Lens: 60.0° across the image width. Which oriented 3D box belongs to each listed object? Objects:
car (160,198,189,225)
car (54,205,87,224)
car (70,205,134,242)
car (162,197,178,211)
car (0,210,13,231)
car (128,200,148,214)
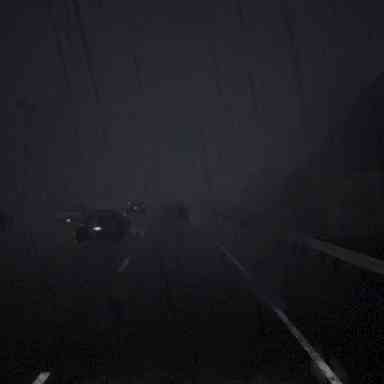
[{"bbox_3d":[-1.306,1.450,23.963,1.882,1.535,5.008,0,0,-5],"label":"car"},{"bbox_3d":[-8.335,1.581,24.155,1.895,1.301,4.718,0,0,-5],"label":"car"},{"bbox_3d":[-4.232,1.549,16.333,1.994,1.385,4.181,0,0,-4],"label":"car"},{"bbox_3d":[-2.729,1.431,41.492,1.882,1.535,5.008,0,0,-5],"label":"car"},{"bbox_3d":[-11.329,1.343,17.413,2.097,1.767,4.553,0,0,-4],"label":"car"},{"bbox_3d":[-5.655,1.529,34.339,1.994,1.385,4.181,0,0,-5],"label":"car"}]
